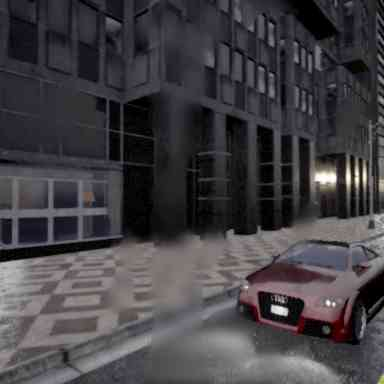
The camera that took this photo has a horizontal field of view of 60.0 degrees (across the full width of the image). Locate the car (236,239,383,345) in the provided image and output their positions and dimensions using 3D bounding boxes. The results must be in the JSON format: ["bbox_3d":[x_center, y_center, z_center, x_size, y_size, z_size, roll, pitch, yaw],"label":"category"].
[{"bbox_3d":[2.676,1.699,6.730,1.994,1.385,4.181,-1,-2,41],"label":"car"}]
